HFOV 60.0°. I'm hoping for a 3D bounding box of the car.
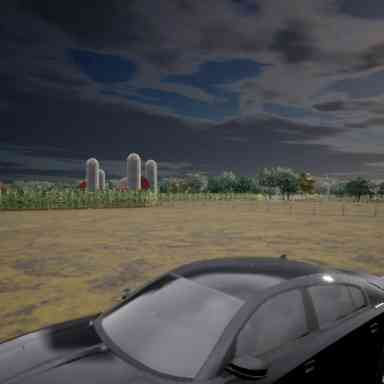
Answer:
[{"bbox_3d":[0.371,1.478,3.334,5.008,1.535,1.882,0,0,-35],"label":"car"}]
